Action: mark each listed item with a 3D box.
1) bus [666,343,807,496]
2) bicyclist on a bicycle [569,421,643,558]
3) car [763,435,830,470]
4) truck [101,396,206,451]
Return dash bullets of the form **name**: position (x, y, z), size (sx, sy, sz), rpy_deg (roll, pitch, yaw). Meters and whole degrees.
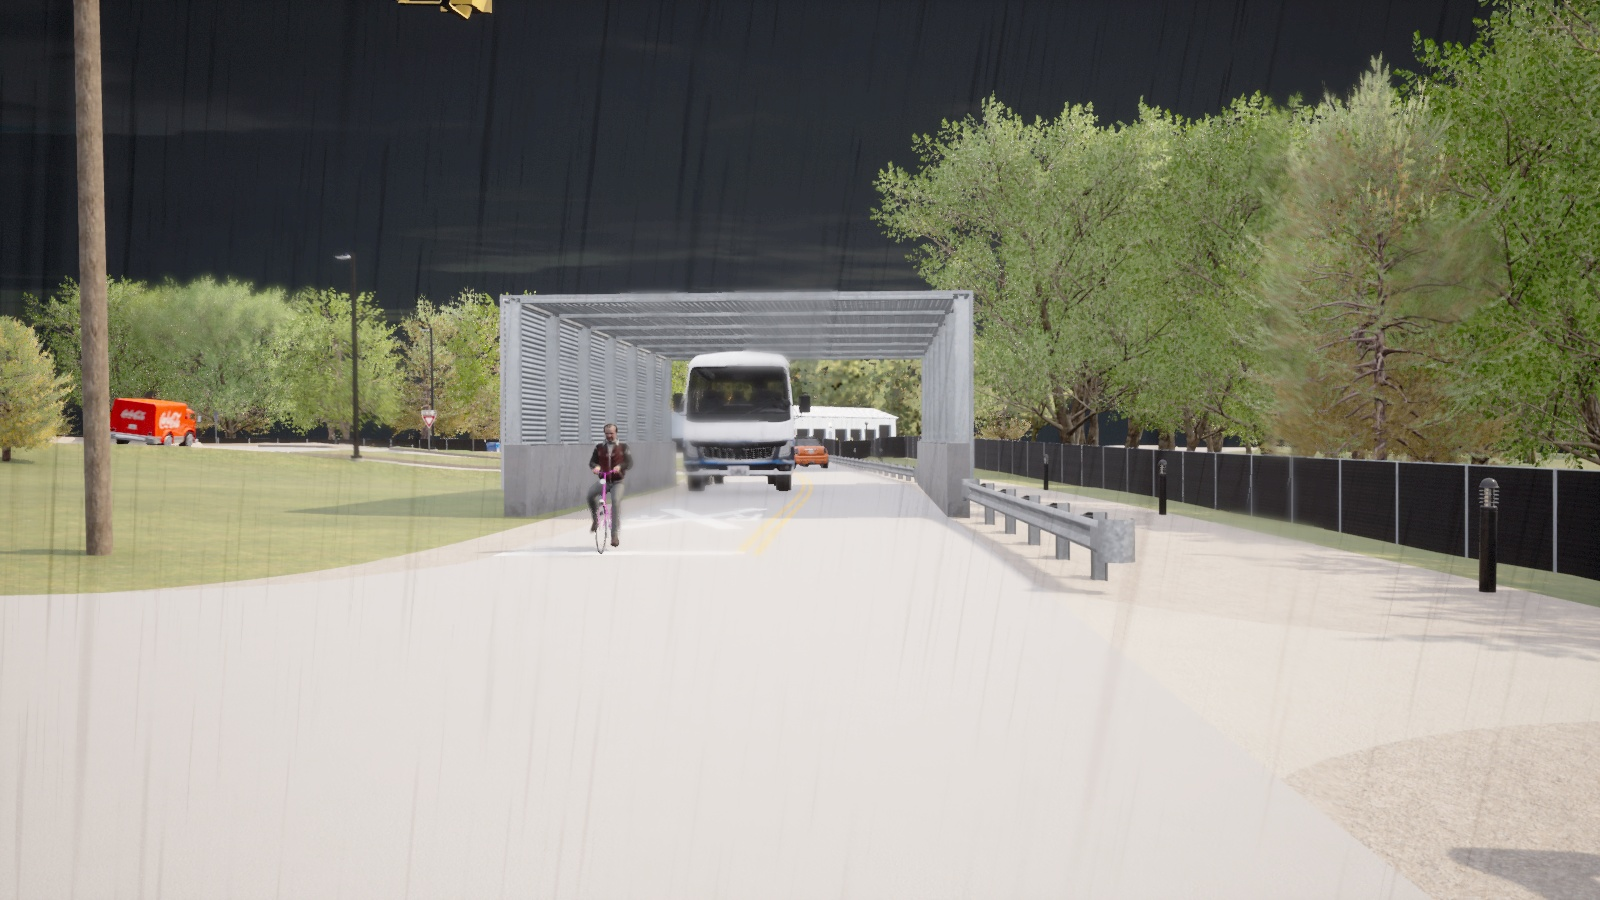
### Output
- **bus**: position (-1.832, -0.895, 40.317), size (3.944, 4.253, 10.273), rpy_deg (0, 0, -1)
- **bicyclist on a bicycle**: position (-2.633, 0.513, 17.230), size (0.659, 1.776, 1.843), rpy_deg (0, 0, 2)
- **car**: position (-0.216, 0.095, 67.319), size (2.097, 1.767, 4.553), rpy_deg (-1, 1, -21)
- **truck**: position (-33.717, -1.406, 65.699), size (2.627, 2.467, 5.204), rpy_deg (7, 1, -1)
